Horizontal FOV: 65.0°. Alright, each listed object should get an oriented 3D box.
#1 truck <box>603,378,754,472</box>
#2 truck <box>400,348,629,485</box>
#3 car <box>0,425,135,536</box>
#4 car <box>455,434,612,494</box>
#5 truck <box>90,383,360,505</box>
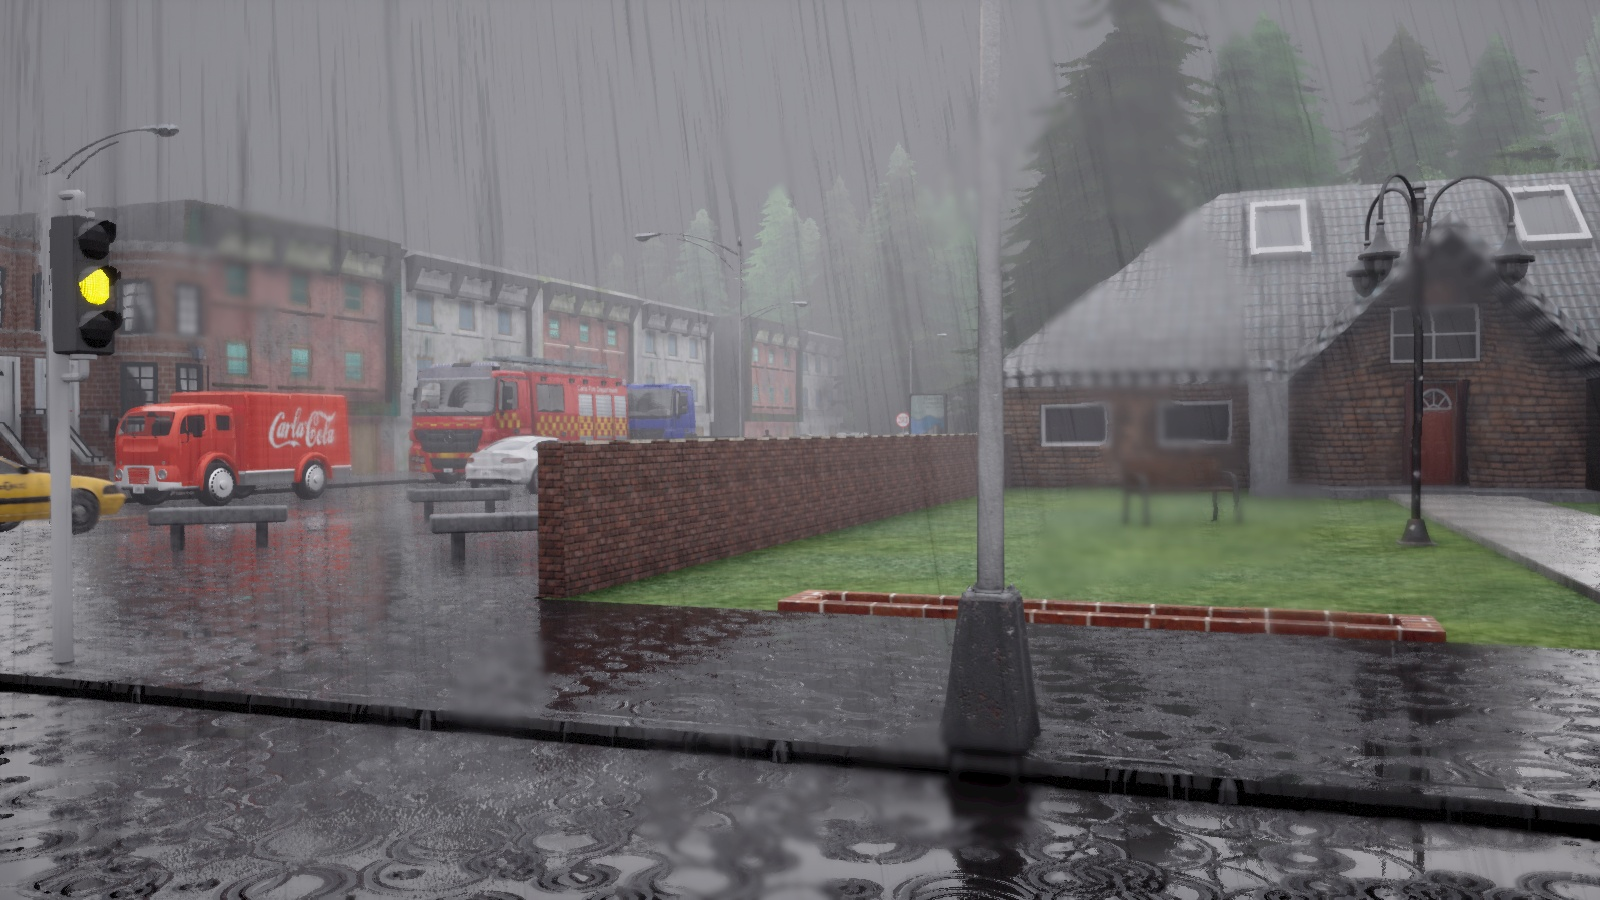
[{"bbox_3d":[-4.694,-0.980,50.418,2.891,3.462,7.936,1,1,20],"label":"truck"},{"bbox_3d":[-8.667,-1.003,39.476,2.891,3.827,8.468,1,1,20],"label":"truck"},{"bbox_3d":[-12.372,0.433,17.841,1.801,1.575,5.366,1,1,19],"label":"car"},{"bbox_3d":[-6.845,0.301,32.799,1.812,1.442,4.674,1,1,20],"label":"car"},{"bbox_3d":[-12.732,-0.161,28.262,2.627,2.467,5.204,1,1,20],"label":"truck"}]
